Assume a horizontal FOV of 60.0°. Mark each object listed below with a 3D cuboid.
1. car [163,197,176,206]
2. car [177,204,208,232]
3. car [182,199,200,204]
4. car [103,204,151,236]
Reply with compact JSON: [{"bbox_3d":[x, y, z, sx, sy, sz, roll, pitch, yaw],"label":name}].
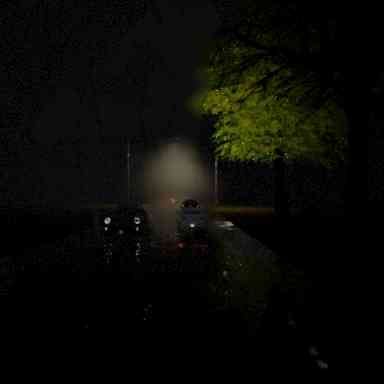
[{"bbox_3d":[-4.132,1.688,61.360,2.097,1.767,4.553,0,0,0],"label":"car"},{"bbox_3d":[0.008,1.698,21.258,1.812,1.442,4.674,0,0,0],"label":"car"},{"bbox_3d":[-0.169,1.652,39.638,2.097,1.767,4.553,0,0,-1],"label":"car"},{"bbox_3d":[-3.678,1.511,19.393,2.097,1.767,4.553,0,0,0],"label":"car"}]
